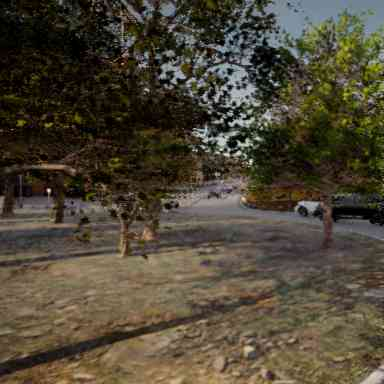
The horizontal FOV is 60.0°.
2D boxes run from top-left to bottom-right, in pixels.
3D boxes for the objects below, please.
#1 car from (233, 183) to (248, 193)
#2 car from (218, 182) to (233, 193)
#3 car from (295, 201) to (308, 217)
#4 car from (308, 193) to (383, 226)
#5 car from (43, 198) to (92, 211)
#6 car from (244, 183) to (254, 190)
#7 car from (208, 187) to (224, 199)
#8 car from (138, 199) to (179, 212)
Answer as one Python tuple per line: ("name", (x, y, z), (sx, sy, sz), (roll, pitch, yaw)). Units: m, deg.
("car", (10.933, -0.560, 73.923), (1.812, 1.442, 4.674), (0, 4, 17))
("car", (7.680, -0.717, 74.387), (2.097, 1.767, 4.553), (0, 4, 17))
("car", (11.329, 1.143, 27.621), (2.150, 2.045, 5.566), (0, 0, -36))
("car", (11.353, 1.154, 22.940), (5.566, 2.045, 2.150), (0, 1, 42))
("car", (-14.423, 1.444, 39.002), (5.357, 1.411, 2.033), (0, 0, -13))
("car", (15.004, -1.509, 87.488), (1.837, 1.490, 4.892), (0, 4, 17))
("car", (4.151, 0.410, 61.043), (1.837, 1.490, 4.892), (0, 3, 13))
("car", (-3.853, 1.402, 35.900), (4.902, 1.511, 2.128), (0, 0, 15))
